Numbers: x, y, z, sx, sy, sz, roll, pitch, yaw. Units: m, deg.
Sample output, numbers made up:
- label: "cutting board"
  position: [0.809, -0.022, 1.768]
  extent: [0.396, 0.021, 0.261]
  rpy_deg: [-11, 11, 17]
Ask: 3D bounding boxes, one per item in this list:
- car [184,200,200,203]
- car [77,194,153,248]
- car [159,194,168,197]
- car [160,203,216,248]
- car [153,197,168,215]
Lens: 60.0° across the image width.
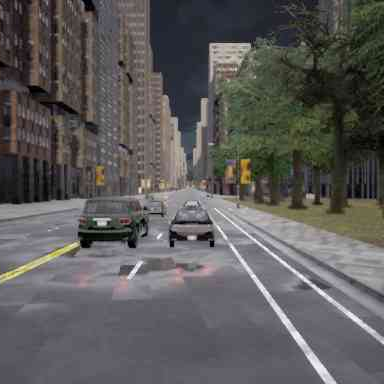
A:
- label: "car"
  position: [0.000, 1.438, 29.648]
  extent: [1.812, 1.442, 4.674]
  rpy_deg: [0, 0, 0]
- label: "car"
  position: [-3.250, 1.227, 14.678]
  extent: [2.150, 2.045, 5.566]
  rpy_deg: [0, 0, 0]
- label: "car"
  position: [-6.499, 1.101, 76.595]
  extent: [1.882, 1.535, 5.008]
  rpy_deg: [0, 0, 0]
- label: "car"
  position: [0.000, 1.465, 14.649]
  extent: [2.128, 1.511, 4.902]
  rpy_deg: [0, 0, 0]
- label: "car"
  position: [-3.250, 1.468, 29.647]
  extent: [2.033, 1.411, 5.357]
  rpy_deg: [0, 0, 0]
